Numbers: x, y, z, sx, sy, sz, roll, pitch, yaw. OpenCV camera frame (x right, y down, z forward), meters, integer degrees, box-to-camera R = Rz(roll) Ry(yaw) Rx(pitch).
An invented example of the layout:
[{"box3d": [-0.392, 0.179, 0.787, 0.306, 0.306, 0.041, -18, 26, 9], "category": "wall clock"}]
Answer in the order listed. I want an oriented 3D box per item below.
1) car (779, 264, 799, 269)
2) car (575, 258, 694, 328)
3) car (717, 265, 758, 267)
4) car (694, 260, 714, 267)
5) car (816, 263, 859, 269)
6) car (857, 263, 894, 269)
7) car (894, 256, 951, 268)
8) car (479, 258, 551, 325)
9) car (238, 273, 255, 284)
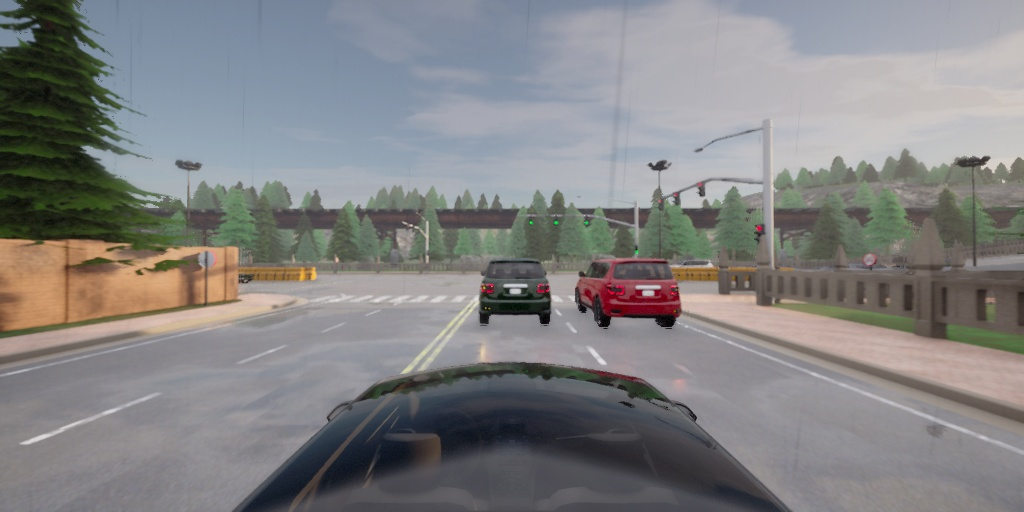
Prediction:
[{"box3d": [31.331, 1.811, 42.845, 5.357, 1.411, 2.033, 0, -1, 0], "category": "car"}, {"box3d": [3.593, 1.100, 12.067, 2.150, 2.045, 5.566, 0, -1, 1], "category": "car"}, {"box3d": [25.787, 1.711, 39.349, 4.902, 1.511, 2.128, 0, -1, 0], "category": "car"}, {"box3d": [21.092, 1.485, 42.868, 5.566, 2.045, 2.150, 0, -1, 0], "category": "car"}, {"box3d": [34.700, 1.771, 39.329, 4.181, 1.385, 1.994, 0, -1, 0], "category": "car"}, {"box3d": [41.710, 1.594, 42.823, 4.902, 1.511, 2.128, -2, -1, 0], "category": "car"}, {"box3d": [45.095, 1.138, 39.335, 5.566, 2.045, 2.150, -3, -1, -2], "category": "car"}, {"box3d": [0.060, 1.105, 12.539, 2.150, 2.045, 5.566, 0, -1, -1], "category": "car"}, {"box3d": [-23.626, 1.690, 28.866, 4.718, 1.301, 1.895, 0, -1, 0], "category": "car"}]
